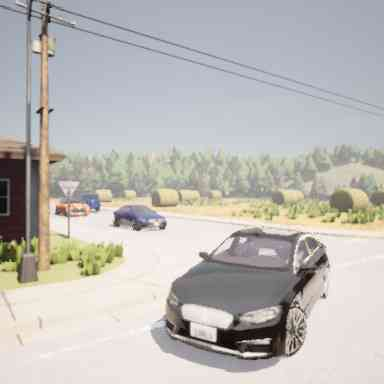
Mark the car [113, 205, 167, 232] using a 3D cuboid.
[{"bbox_3d":[-3.340,1.527,20.467,1.812,1.442,4.674,0,0,-36],"label":"car"}]

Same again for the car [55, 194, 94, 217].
[{"bbox_3d":[-11.212,1.353,31.178,2.097,1.767,4.553,0,0,-36],"label":"car"}]

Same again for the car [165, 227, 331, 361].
[{"bbox_3d":[1.389,1.498,6.311,2.128,1.511,4.902,1,1,31],"label":"car"}]

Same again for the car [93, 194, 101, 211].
[{"bbox_3d":[-12.689,1.233,39.413,2.150,2.045,5.566,0,0,-36],"label":"car"}]
